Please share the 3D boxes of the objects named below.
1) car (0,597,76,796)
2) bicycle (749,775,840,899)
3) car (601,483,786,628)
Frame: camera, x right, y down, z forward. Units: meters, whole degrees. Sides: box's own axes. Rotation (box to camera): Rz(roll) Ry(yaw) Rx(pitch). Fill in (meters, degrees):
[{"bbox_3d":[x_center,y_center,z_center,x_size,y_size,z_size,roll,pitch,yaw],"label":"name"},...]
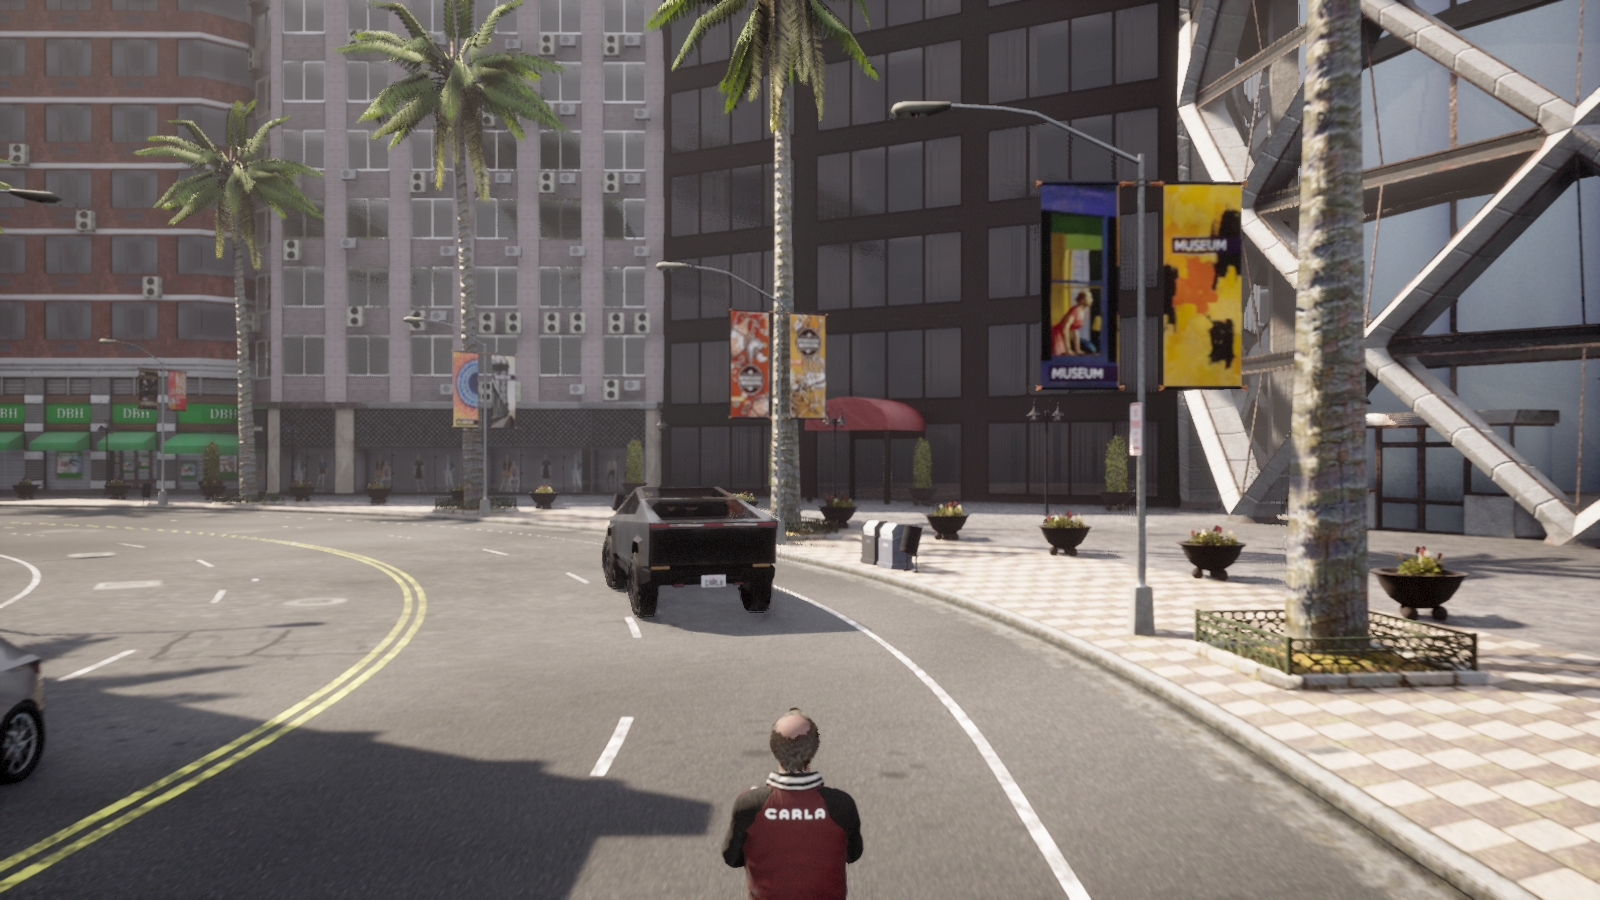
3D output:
[{"bbox_3d":[-7.336,2.067,8.197,1.816,1.474,4.193,0,0,-3],"label":"car"},{"bbox_3d":[-0.027,2.211,4.791,0.329,1.171,1.835,0,0,-1],"label":"bicycle"},{"bbox_3d":[-2.214,1.756,21.387,2.390,2.098,6.274,0,0,-15],"label":"car"}]
